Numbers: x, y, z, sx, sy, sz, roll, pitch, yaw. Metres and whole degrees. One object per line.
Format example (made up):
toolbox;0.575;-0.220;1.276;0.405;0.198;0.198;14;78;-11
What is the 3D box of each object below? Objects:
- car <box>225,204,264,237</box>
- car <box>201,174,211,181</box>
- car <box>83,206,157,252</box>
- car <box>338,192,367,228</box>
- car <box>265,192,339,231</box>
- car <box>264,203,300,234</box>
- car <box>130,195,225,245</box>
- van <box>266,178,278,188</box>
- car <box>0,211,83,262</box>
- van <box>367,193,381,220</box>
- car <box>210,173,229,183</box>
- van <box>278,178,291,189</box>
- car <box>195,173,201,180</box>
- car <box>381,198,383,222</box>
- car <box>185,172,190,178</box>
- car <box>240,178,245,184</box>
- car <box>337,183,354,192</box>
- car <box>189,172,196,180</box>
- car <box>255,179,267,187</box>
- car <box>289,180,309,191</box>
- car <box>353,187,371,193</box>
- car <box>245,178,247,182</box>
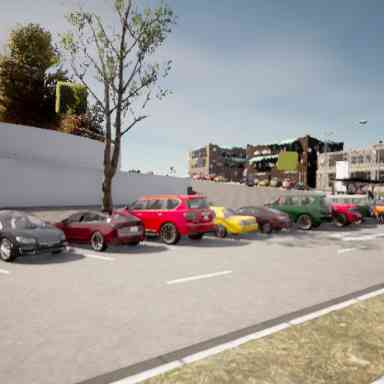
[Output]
car;0.698;1.455;17.219;5.366;1.575;1.946;-1;-1;35
car;5.603;-3.756;86.196;2.435;2.045;5.566;7;3;34
car;-4.067;1.475;13.648;4.792;1.488;2.163;-1;-1;35
car;8.246;1.222;22.308;5.566;2.045;2.435;-1;-1;35
car;5.733;1.216;20.603;5.566;2.045;2.435;-1;-1;35
car;3.305;1.502;18.846;4.674;1.452;2.002;-1;-1;35
car;-1.622;1.200;15.392;5.566;2.045;2.435;-1;-1;35
van;17.704;-1.814;68.910;1.878;1.987;4.442;7;4;35
car;-6.487;1.444;11.902;4.892;1.521;2.231;-1;-1;35
van;10.785;1.252;23.977;4.442;1.987;1.878;-1;-1;35
car;7.454;-3.233;83.936;1.946;1.575;5.366;7;3;34
van;19.432;-1.540;66.439;1.878;1.987;4.442;7;4;35
car;3.810;-3.909;88.662;2.185;1.767;4.553;6;3;34
car;13.195;1.359;25.727;4.553;1.767;2.185;-1;-1;35
car;0.309;-4.423;93.480;2.435;2.045;5.566;1;-1;34
car;12.557;-2.370;76.425;2.002;1.452;4.674;7;3;35
car;26.400;-0.470;56.690;2.435;2.045;5.566;7;3;35
car;2.080;-4.145;91.132;2.185;1.767;4.553;4;1;33
car;16.130;-1.863;71.642;1.946;1.575;5.366;7;3;35
car;21.192;-1.040;64.076;2.231;1.521;4.892;7;3;35
car;28.091;0.093;54.217;2.002;1.452;4.674;7;3;35
car;14.299;-2.096;73.963;2.002;1.452;4.674;7;4;35
